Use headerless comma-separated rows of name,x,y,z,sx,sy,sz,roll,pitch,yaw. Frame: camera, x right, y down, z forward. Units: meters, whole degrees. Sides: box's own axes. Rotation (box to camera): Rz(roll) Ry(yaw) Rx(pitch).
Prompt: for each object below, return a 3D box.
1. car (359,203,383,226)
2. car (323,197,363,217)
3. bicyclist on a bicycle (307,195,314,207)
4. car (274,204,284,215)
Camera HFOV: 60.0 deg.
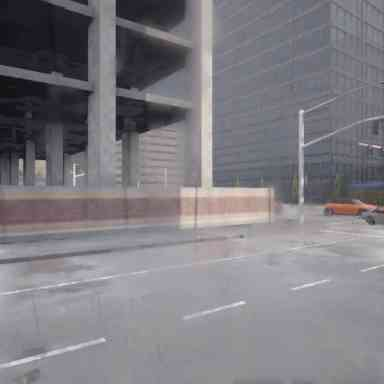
car,12.934,1.601,20.914,1.895,1.301,4.718,0,0,-5
car,14.126,1.352,29.357,2.097,1.767,4.553,0,0,-39
bicyclist on a bicycle,16.514,1.301,46.176,1.656,1.620,0.582,0,0,-36
car,6.830,1.477,33.159,1.882,1.535,5.008,0,0,-36
